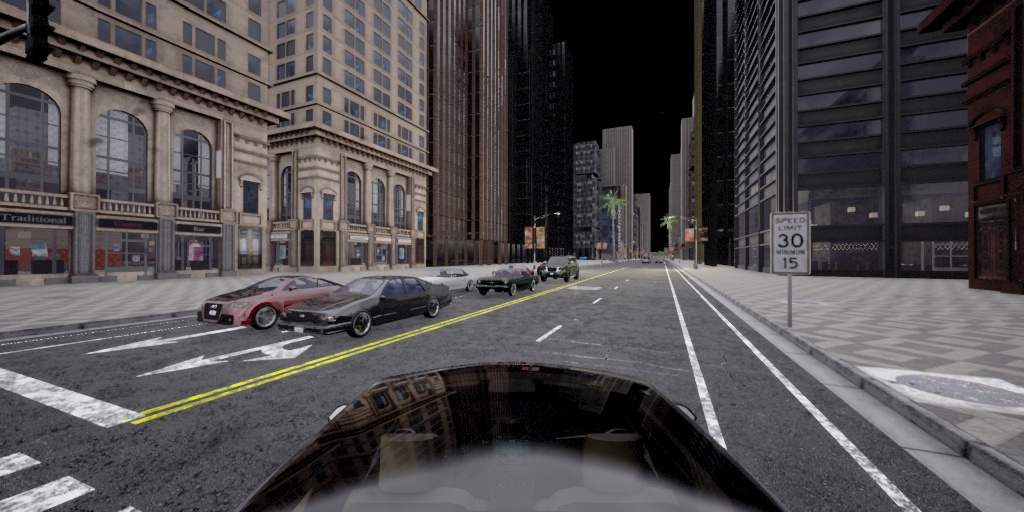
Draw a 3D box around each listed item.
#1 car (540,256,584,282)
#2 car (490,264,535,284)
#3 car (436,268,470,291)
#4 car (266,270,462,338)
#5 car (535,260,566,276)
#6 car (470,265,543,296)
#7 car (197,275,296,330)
[{"bbox_3d":[4.022,0.987,29.352,2.150,2.045,5.566,0,0,23],"label":"car"},{"bbox_3d":[0.150,1.364,28.538,1.895,1.301,4.718,0,0,23],"label":"car"},{"bbox_3d":[-3.715,1.357,19.357,1.895,1.301,4.718,0,0,23],"label":"car"},{"bbox_3d":[-3.849,1.299,10.655,2.033,1.411,5.357,0,0,23],"label":"car"},{"bbox_3d":[4.143,1.251,37.930,1.882,1.535,5.008,0,0,23],"label":"car"},{"bbox_3d":[-0.130,1.358,19.494,1.895,1.301,4.718,0,0,23],"label":"car"},{"bbox_3d":[-7.108,1.316,11.279,1.994,1.385,4.181,0,0,23],"label":"car"}]
